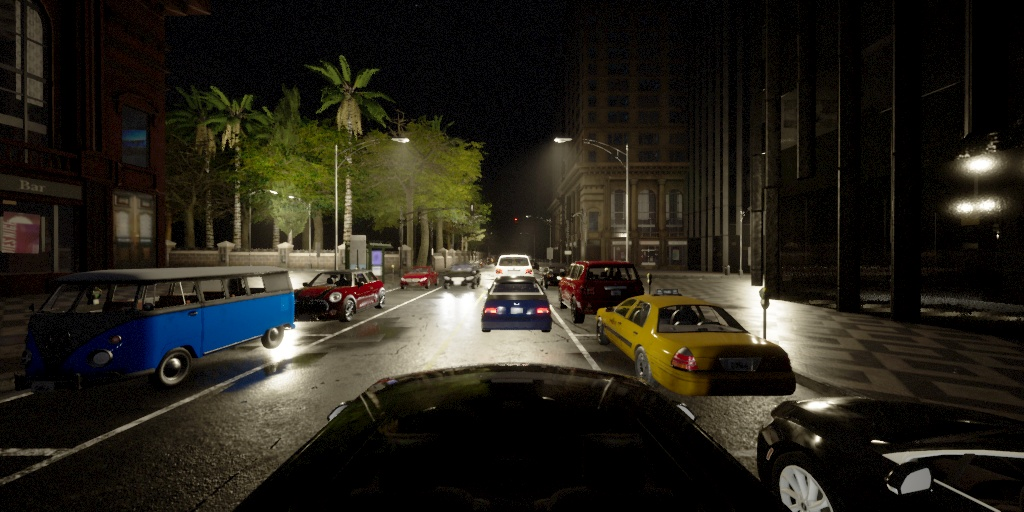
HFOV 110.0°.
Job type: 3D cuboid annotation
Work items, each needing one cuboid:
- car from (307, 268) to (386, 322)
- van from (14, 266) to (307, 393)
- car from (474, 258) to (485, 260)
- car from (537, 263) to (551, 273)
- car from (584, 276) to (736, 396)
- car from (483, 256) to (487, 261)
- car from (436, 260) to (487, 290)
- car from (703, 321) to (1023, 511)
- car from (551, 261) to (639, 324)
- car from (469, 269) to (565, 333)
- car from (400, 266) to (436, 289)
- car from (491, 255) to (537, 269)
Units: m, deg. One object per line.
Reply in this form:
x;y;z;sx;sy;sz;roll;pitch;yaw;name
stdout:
-5.761;1.187;11.925;1.967;1.591;4.097;0;0;0;car
-5.762;1.090;6.499;1.690;1.789;3.998;0;0;0;van
-5.752;1.269;54.637;2.007;1.370;4.403;0;0;0;car
2.767;1.308;22.758;1.948;1.339;4.313;0;0;0;car
2.763;1.274;6.652;1.751;1.417;4.829;0;0;0;car
-5.750;1.153;60.057;1.967;1.591;4.097;0;0;0;car
-3.010;1.235;22.340;2.128;1.511;4.902;0;0;0;car
2.762;1.300;1.057;2.007;1.370;4.403;0;0;0;car
2.764;1.062;11.908;2.192;1.841;5.009;0;0;0;car
0.105;1.295;10.728;2.033;1.411;5.357;0;0;0;car
-5.759;1.324;22.778;1.802;1.307;4.207;0;0;0;car
0.105;0.965;21.299;2.150;2.045;5.566;0;0;0;car
